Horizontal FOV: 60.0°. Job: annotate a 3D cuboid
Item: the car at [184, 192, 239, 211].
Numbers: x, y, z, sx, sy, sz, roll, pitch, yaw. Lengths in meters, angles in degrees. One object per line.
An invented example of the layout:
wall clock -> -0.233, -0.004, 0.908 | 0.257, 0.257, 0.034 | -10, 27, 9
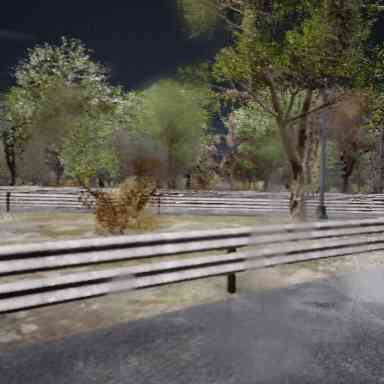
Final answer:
car -> 1.825, 0.934, 29.313 | 4.718, 1.301, 1.895 | 1, 2, -2

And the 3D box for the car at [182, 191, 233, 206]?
car -> 1.603, 0.656, 36.304 | 5.357, 1.411, 2.033 | 1, 2, -2
